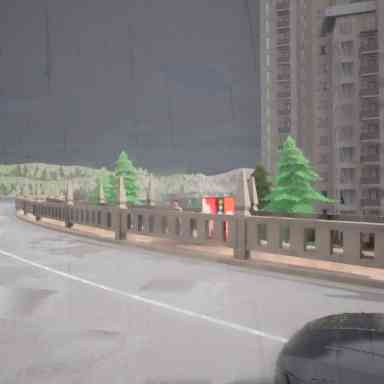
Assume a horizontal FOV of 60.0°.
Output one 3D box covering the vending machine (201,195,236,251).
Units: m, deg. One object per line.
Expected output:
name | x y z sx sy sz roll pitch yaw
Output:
vending machine | 1.055 1.186 13.218 0.880 2.100 1.100 -1 0 41

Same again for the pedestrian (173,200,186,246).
pedestrian | -0.582 1.132 12.823 0.375 1.860 0.375 -1 -1 42

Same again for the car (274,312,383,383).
car | 2.950 1.507 2.011 4.892 1.490 1.837 1 1 34
